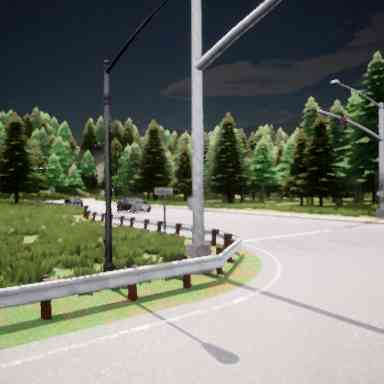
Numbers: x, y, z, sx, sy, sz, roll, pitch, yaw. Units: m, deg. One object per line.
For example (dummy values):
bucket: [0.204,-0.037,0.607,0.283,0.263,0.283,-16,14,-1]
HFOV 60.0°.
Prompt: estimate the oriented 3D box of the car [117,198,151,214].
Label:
car: [-5.767,1.303,32.777,2.128,1.511,4.902,-1,1,-36]

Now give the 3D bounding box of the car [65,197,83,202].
car: [-17.688,1.382,49.735,1.994,1.385,4.181,-1,0,-34]
